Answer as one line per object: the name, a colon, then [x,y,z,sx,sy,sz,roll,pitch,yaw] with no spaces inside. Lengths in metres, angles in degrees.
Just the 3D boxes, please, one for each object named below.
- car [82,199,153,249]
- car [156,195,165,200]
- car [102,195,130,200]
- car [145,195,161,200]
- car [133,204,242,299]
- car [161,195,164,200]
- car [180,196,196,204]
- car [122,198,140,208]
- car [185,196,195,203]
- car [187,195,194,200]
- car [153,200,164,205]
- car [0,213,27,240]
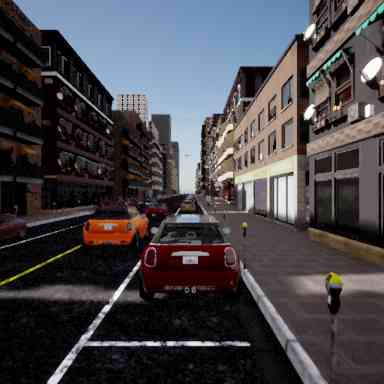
car: [-3.145,1.367,14.584,2.097,1.767,4.553,0,0,0]
car: [-8.834,1.538,93.519,2.008,1.369,4.403,0,0,0]
car: [-8.833,1.314,37.157,2.192,1.841,5.009,0,0,0]
car: [-6.146,1.519,48.615,2.128,1.511,4.902,0,0,0]
car: [-0.032,1.352,8.619,2.097,1.767,4.553,0,0,0]
car: [-8.834,1.540,87.882,2.008,1.369,4.403,0,0,0]
car: [-0.454,1.524,37.323,1.752,1.417,4.829,0,0,0]
car: [-8.834,1.542,48.430,1.887,1.381,4.507,0,0,0]
car: [-0.453,1.544,70.970,2.008,1.369,4.403,0,0,0]
car: [-0.452,1.513,93.685,1.752,1.417,4.829,0,0,0]
car: [-3.145,1.617,29.644,1.895,1.301,4.718,0,0,0]
car: [-8.835,1.582,14.612,1.802,1.307,4.206,0,0,0]
